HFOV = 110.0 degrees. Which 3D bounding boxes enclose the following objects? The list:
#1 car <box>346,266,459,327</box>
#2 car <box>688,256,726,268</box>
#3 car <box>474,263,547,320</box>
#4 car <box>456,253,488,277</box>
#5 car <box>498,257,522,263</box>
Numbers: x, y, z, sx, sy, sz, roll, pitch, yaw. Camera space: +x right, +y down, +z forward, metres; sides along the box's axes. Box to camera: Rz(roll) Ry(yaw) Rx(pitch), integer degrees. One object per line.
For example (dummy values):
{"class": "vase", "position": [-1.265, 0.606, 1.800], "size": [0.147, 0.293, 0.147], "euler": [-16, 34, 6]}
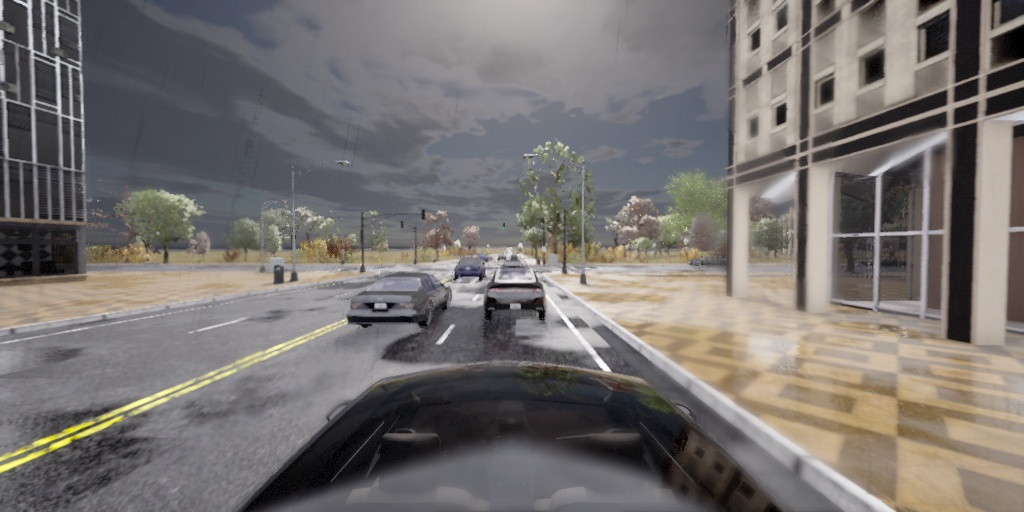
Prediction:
{"class": "car", "position": [-3.153, 1.217, 11.104], "size": [2.033, 1.411, 5.357], "euler": [0, 1, 0]}
{"class": "car", "position": [25.955, 0.733, 47.344], "size": [4.902, 1.511, 2.128], "euler": [0, 1, 3]}
{"class": "car", "position": [0.097, 1.151, 12.274], "size": [2.128, 1.511, 4.902], "euler": [0, 0, 0]}
{"class": "car", "position": [-3.212, 0.875, 27.811], "size": [2.097, 1.767, 4.553], "euler": [0, 1, -1]}
{"class": "car", "position": [0.092, 1.030, 27.500], "size": [1.837, 1.490, 4.892], "euler": [0, 1, 0]}
